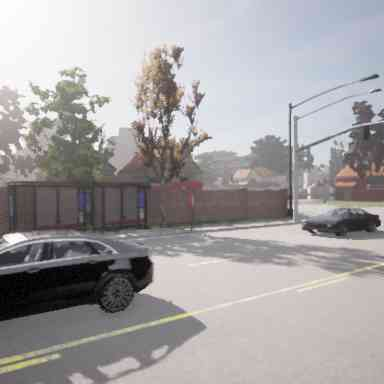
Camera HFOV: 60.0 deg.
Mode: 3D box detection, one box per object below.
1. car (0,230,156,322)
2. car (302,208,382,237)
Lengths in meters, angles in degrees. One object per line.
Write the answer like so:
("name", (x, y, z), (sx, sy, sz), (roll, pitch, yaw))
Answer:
("car", (-3.043, 1.498, 6.118), (4.902, 1.511, 2.128), (1, 0, -35))
("car", (8.478, 1.591, 18.562), (5.357, 1.411, 2.033), (0, 0, -35))
